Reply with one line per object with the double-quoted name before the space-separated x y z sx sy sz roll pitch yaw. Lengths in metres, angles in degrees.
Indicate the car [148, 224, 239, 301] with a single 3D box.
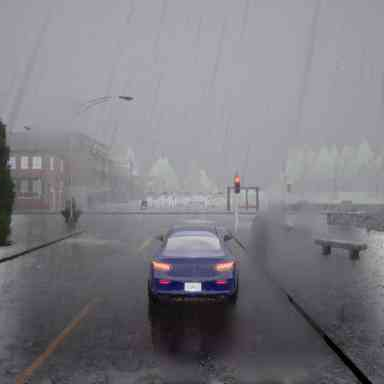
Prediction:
"car" 0.041 1.526 8.225 1.812 1.442 4.674 0 0 1
